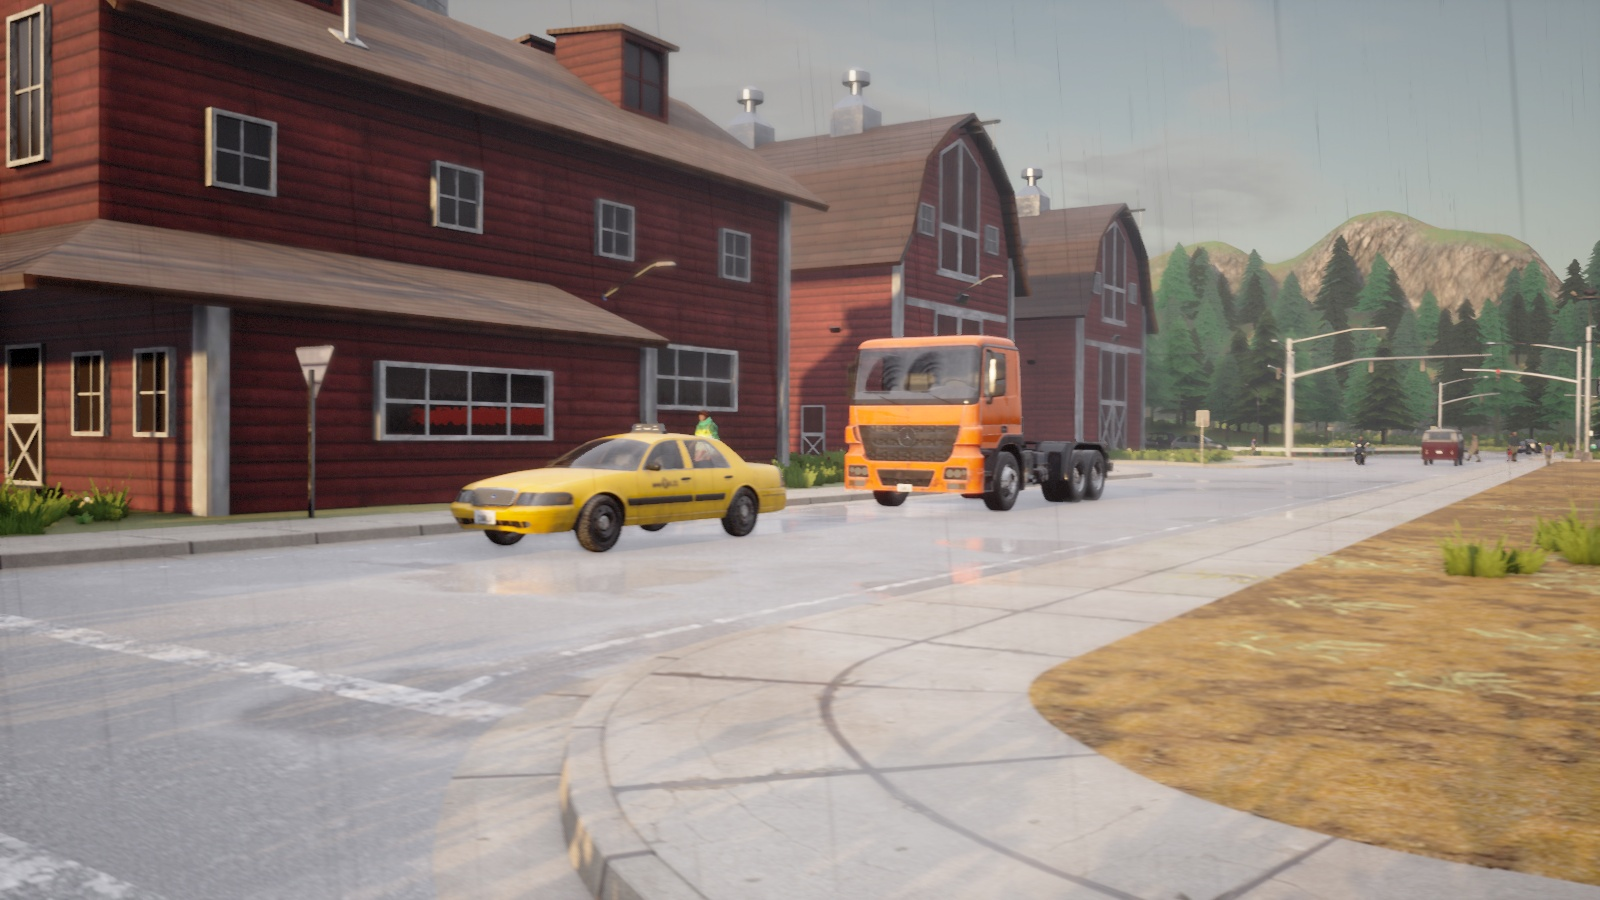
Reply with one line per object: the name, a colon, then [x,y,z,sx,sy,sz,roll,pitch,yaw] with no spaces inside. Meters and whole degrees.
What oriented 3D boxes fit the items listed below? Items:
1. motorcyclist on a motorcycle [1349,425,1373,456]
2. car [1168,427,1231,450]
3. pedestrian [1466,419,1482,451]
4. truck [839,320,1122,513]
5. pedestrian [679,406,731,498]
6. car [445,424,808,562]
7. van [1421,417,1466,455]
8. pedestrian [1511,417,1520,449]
motorcyclist on a motorcycle: [29.730,-0.499,66.521,0.866,1.590,1.817,0,1,33]
car: [29.426,-0.859,92.520,3.988,1.617,1.851,0,1,34]
pedestrian: [42.410,-0.943,78.966,0.873,1.952,0.659,0,1,30]
truck: [4.126,-0.662,26.701,2.891,3.462,7.936,0,1,33]
pedestrian: [-2.059,0.040,27.161,0.873,1.952,0.659,-1,1,-35]
car: [-2.092,0.447,17.026,1.801,1.575,5.366,0,1,33]
van: [35.043,-0.783,68.314,1.775,1.987,4.442,0,1,33]
pedestrian: [41.054,-0.981,72.071,0.402,1.842,0.726,0,1,28]
